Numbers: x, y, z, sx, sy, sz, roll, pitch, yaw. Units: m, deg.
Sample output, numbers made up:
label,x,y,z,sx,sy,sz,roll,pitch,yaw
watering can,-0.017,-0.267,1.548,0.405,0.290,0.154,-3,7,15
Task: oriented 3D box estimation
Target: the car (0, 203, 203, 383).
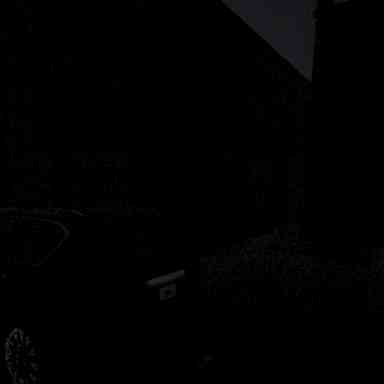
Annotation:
label,x,y,z,sx,sy,sz,roll,pitch,yaw
car,-2.454,1.196,5.280,5.566,2.045,2.435,0,0,35
